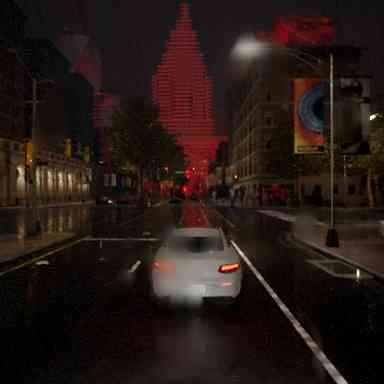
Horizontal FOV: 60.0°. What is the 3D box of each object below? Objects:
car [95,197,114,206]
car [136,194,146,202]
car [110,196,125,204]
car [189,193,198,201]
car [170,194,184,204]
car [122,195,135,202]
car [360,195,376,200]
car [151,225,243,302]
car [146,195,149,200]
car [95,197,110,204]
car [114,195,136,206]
[{"bbox_3d":[-14.823,1.542,56.789,2.033,1.411,5.357,0,0,0],"label":"car"},{"bbox_3d":[-11.214,1.541,66.537,2.033,1.411,5.357,0,0,1],"label":"car"},{"bbox_3d":[-14.711,1.499,66.328,1.837,1.490,4.892,0,0,1],"label":"car"},{"bbox_3d":[0.381,1.347,82.731,2.097,1.767,4.553,0,0,0],"label":"car"},{"bbox_3d":[-3.115,1.558,62.427,1.994,1.385,4.181,0,0,0],"label":"car"},{"bbox_3d":[-14.647,1.471,76.742,1.882,1.535,5.008,0,0,0],"label":"car"},{"bbox_3d":[34.758,1.474,68.023,2.231,1.521,4.892,0,0,0],"label":"car"},{"bbox_3d":[0.114,1.525,8.122,1.812,1.442,4.674,0,0,1],"label":"car"},{"bbox_3d":[-11.147,1.348,76.757,2.097,1.767,4.553,0,0,0],"label":"car"},{"bbox_3d":[-17.943,1.588,66.873,1.895,1.301,4.718,0,0,0],"label":"car"},{"bbox_3d":[-11.324,1.472,56.724,1.882,1.535,5.008,0,0,0],"label":"car"}]
